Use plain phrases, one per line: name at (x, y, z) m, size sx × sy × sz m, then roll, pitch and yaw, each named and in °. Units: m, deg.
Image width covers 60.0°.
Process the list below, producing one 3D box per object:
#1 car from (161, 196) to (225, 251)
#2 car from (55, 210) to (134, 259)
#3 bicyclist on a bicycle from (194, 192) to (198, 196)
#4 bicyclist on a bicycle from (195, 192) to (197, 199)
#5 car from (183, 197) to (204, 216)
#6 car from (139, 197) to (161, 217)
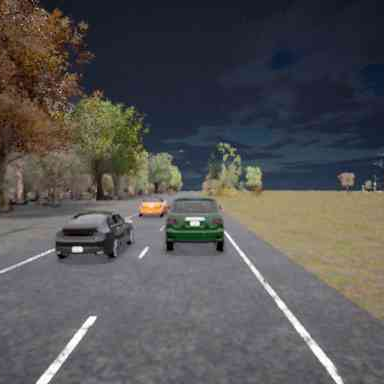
car at (0.107, 1.152, 13.958) m, size 2.150 × 2.045 × 5.566 m, roll 0°, pitch 0°, yaw 0°
car at (-3.402, 1.444, 12.324) m, size 1.837 × 1.490 × 4.892 m, roll 0°, pitch 1°, yaw 0°
bicyclist on a bicycle at (1.019, 1.049, 79.602) m, size 0.866 × 1.612 × 1.509 m, roll 0°, pitch 0°, yaw 0°
bicyclist on a bicycle at (1.028, 0.935, 88.599) m, size 0.659 × 1.776 × 1.843 m, roll 0°, pitch 1°, yaw 0°
car at (0.119, 1.321, 31.565) m, size 1.882 × 1.535 × 5.008 m, roll 0°, pitch 0°, yaw 0°
car at (-3.385, 1.205, 29.785) m, size 2.097 × 1.767 × 4.553 m, roll 0°, pitch 0°, yaw 0°
